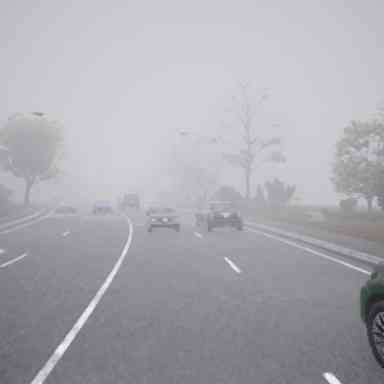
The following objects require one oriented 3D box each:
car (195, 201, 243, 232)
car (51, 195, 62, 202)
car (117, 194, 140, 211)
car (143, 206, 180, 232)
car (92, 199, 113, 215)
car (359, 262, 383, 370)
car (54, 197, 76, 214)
[{"bbox_3d":[1.533,1.345,20.498,2.097,1.767,4.553,0,0,-10],"label":"car"},{"bbox_3d":[-28.384,1.380,70.367,1.837,1.490,4.892,0,0,-38],"label":"car"},{"bbox_3d":[-8.042,1.233,41.877,2.150,2.045,5.566,0,0,-21],"label":"car"},{"bbox_3d":[-1.907,1.548,20.307,2.033,1.411,5.357,0,0,-11],"label":"car"},{"bbox_3d":[-9.235,1.490,34.161,1.882,1.535,5.008,0,0,-19],"label":"car"},{"bbox_3d":[3.471,1.210,2.310,2.150,2.045,5.566,0,0,-1],"label":"car"},{"bbox_3d":[-13.375,1.542,35.454,1.812,1.442,4.674,0,0,-19],"label":"car"}]
